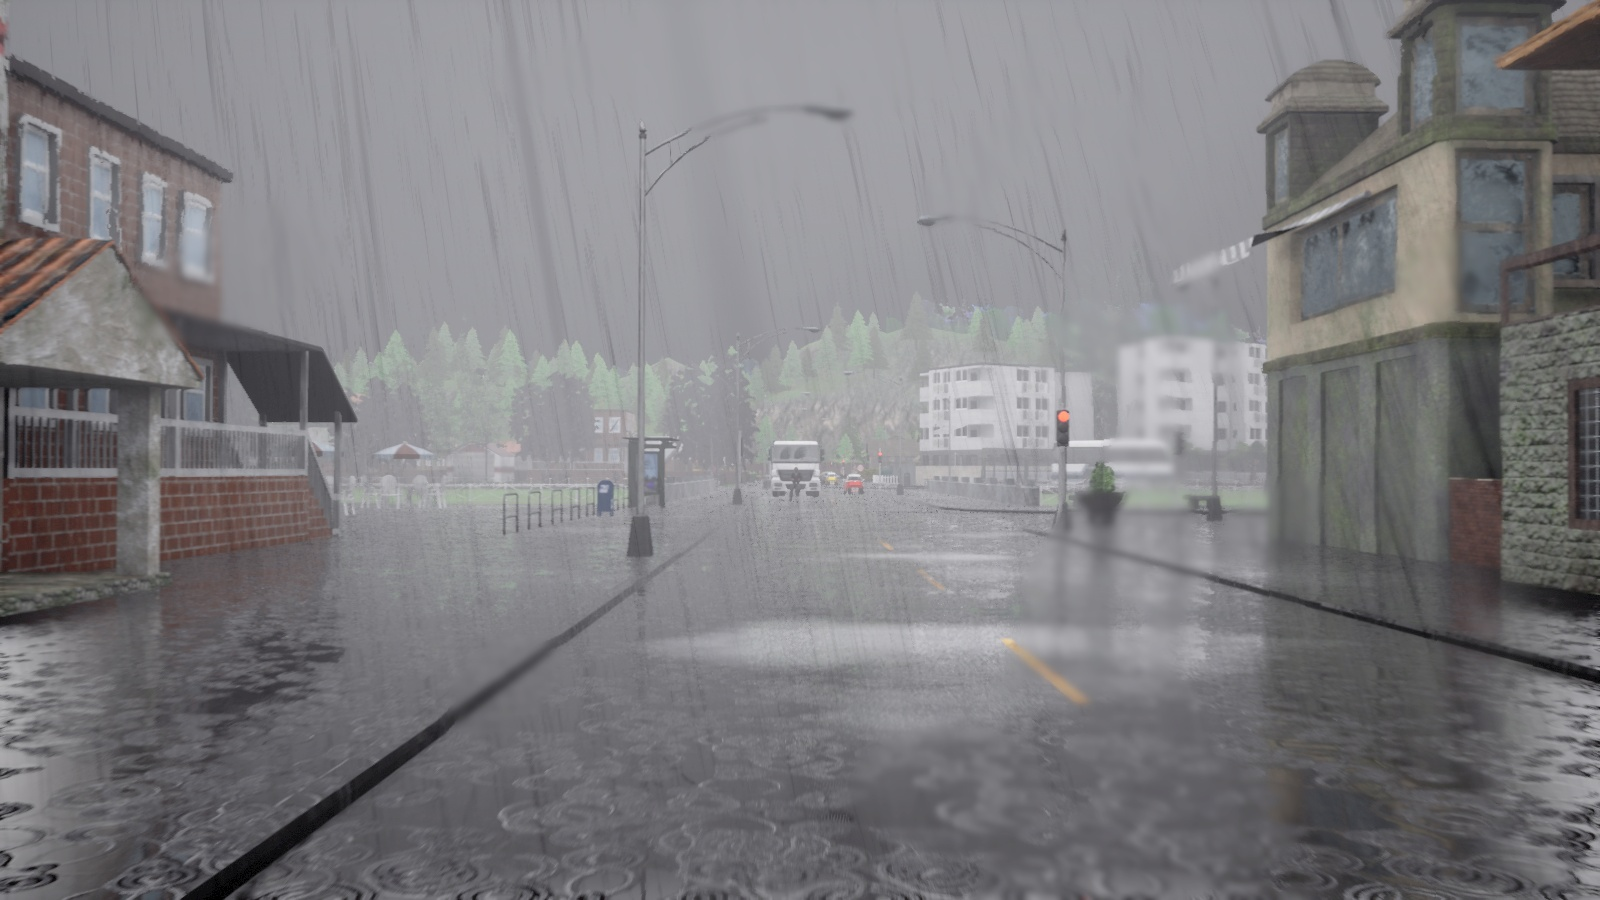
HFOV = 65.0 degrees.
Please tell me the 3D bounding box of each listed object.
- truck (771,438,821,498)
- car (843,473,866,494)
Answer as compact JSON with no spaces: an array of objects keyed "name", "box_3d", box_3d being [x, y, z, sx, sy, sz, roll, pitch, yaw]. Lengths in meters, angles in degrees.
[{"name":"truck","box_3d":[-0.229,1.125,77.227,2.891,3.462,7.936,0,-1,0]},{"name":"car","box_3d":[3.740,2.297,86.248,1.481,1.376,2.207,0,-1,0]}]
